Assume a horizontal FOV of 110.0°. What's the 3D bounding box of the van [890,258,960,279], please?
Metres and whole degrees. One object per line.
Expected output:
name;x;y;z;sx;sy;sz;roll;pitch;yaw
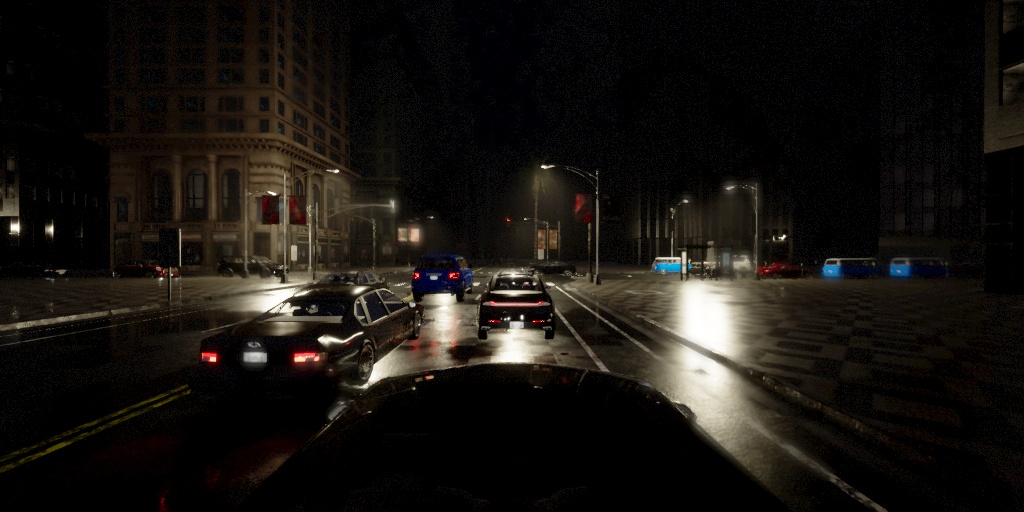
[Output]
van;34.093;1.080;29.862;3.998;1.789;1.690;0;0;0

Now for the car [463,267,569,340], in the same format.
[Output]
car;0.091;1.240;9.994;2.128;1.511;4.902;0;0;0

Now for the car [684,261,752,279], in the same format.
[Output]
car;17.061;1.299;29.850;4.403;1.370;2.007;0;0;0

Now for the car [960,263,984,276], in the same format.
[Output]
car;45.093;1.322;35.661;4.718;1.301;1.895;0;0;0

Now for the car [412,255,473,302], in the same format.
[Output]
car;-3.156;0.972;17.166;2.150;2.045;5.566;0;0;0

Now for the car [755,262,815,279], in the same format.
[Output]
car;22.739;1.326;29.854;4.207;1.307;1.802;0;0;0

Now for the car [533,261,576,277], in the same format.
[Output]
car;3.796;1.239;34.667;4.902;1.511;2.128;0;0;-12

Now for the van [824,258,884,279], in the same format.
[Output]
van;28.416;1.082;29.858;3.998;1.789;1.690;0;0;0

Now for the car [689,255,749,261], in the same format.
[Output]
car;20.710;0.950;35.714;5.566;2.045;2.150;0;0;0

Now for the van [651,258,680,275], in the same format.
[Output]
van;17.054;1.065;38.375;3.998;1.789;1.690;0;0;0

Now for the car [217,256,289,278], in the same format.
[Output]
car;-23.454;0.996;32.536;5.566;2.045;2.150;0;0;0

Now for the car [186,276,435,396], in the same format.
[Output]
car;-3.149;1.297;6.925;2.033;1.411;5.357;0;0;0

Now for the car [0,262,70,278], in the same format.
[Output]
car;-43.421;1.290;32.639;4.902;1.511;2.128;0;0;0

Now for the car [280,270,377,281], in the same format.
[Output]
car;-6.684;1.297;14.656;2.033;1.411;5.357;0;0;-1

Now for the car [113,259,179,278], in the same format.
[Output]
car;-33.172;1.137;32.586;4.553;1.767;2.097;0;0;0
